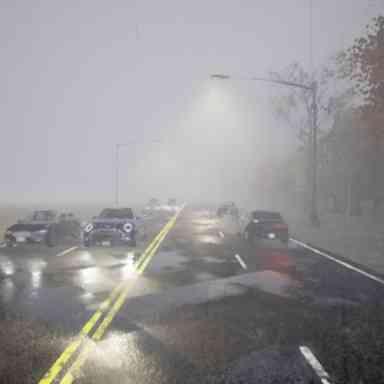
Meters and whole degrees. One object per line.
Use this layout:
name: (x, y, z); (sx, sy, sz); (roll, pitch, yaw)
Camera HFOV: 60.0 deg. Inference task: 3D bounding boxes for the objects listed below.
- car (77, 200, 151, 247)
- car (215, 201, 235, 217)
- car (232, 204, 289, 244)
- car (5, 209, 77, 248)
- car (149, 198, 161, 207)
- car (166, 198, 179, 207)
car: (-3.353, 1.429, 15.248); (2.097, 1.767, 4.553); (0, 0, 0)
car: (3.353, 1.621, 32.726); (2.128, 1.511, 4.902); (0, -1, 0)
car: (3.345, 1.581, 16.357); (1.837, 1.490, 4.892); (-1, 0, 0)
car: (-6.602, 1.568, 15.283); (2.128, 1.511, 4.902); (0, 0, 0)
car: (-6.554, 1.751, 57.717); (1.837, 1.490, 4.892); (0, 0, 1)
car: (-3.304, 1.751, 57.720); (1.837, 1.490, 4.892); (0, 0, 1)
